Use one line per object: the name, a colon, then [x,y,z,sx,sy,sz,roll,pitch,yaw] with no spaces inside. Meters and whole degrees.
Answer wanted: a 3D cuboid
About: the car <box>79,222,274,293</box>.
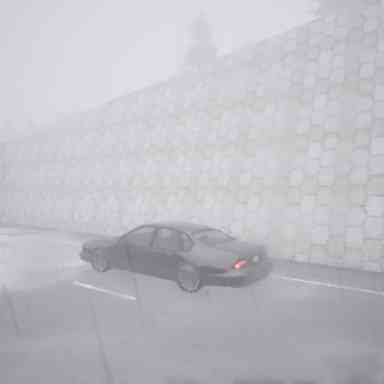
car: [-0.643,1.502,8.749,5.357,1.411,2.033,1,0,35]
